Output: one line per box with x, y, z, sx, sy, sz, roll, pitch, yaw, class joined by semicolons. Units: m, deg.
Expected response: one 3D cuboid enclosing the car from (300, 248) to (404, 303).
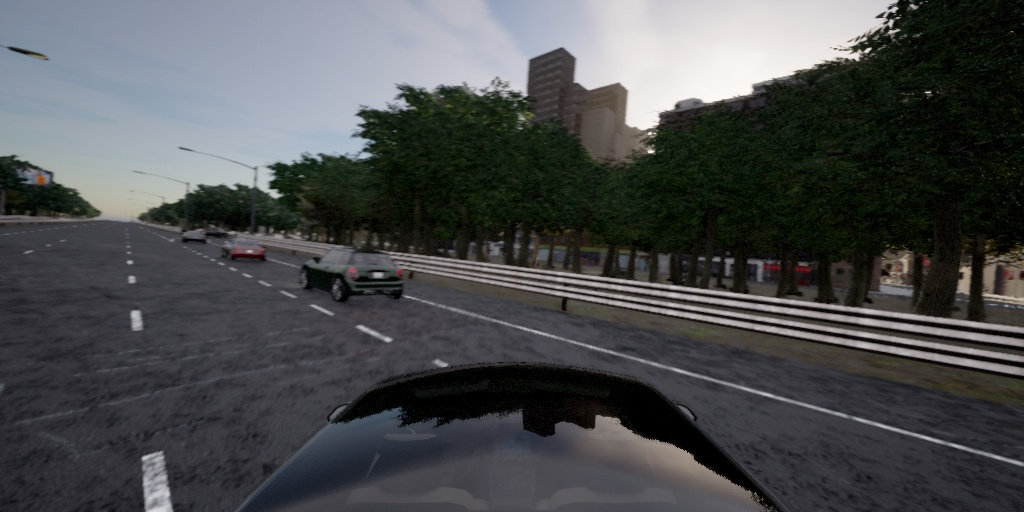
-5.783;0.479;12.794;4.553;1.767;2.097;5;1;43;car

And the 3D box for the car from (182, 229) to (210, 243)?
-37.936;-2.306;42.778;4.181;1.385;1.994;5;1;45;car

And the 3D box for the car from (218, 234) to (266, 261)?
-18.274;-0.471;24.369;4.181;1.385;1.994;5;1;43;car
